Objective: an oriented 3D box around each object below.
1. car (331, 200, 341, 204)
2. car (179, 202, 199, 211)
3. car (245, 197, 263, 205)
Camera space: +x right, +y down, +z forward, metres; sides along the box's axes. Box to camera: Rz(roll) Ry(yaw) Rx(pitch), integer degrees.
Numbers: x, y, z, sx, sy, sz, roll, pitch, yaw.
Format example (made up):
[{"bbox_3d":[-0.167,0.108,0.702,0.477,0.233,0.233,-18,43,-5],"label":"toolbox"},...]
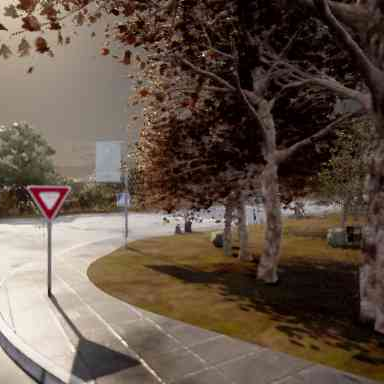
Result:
[{"bbox_3d":[26.400,1.460,59.400,4.718,1.301,1.895,-2,1,-39],"label":"car"},{"bbox_3d":[-0.704,2.263,52.727,5.357,1.411,2.033,-2,1,-40],"label":"car"},{"bbox_3d":[12.138,1.666,63.288,4.902,1.511,2.128,-3,1,-39],"label":"car"}]
